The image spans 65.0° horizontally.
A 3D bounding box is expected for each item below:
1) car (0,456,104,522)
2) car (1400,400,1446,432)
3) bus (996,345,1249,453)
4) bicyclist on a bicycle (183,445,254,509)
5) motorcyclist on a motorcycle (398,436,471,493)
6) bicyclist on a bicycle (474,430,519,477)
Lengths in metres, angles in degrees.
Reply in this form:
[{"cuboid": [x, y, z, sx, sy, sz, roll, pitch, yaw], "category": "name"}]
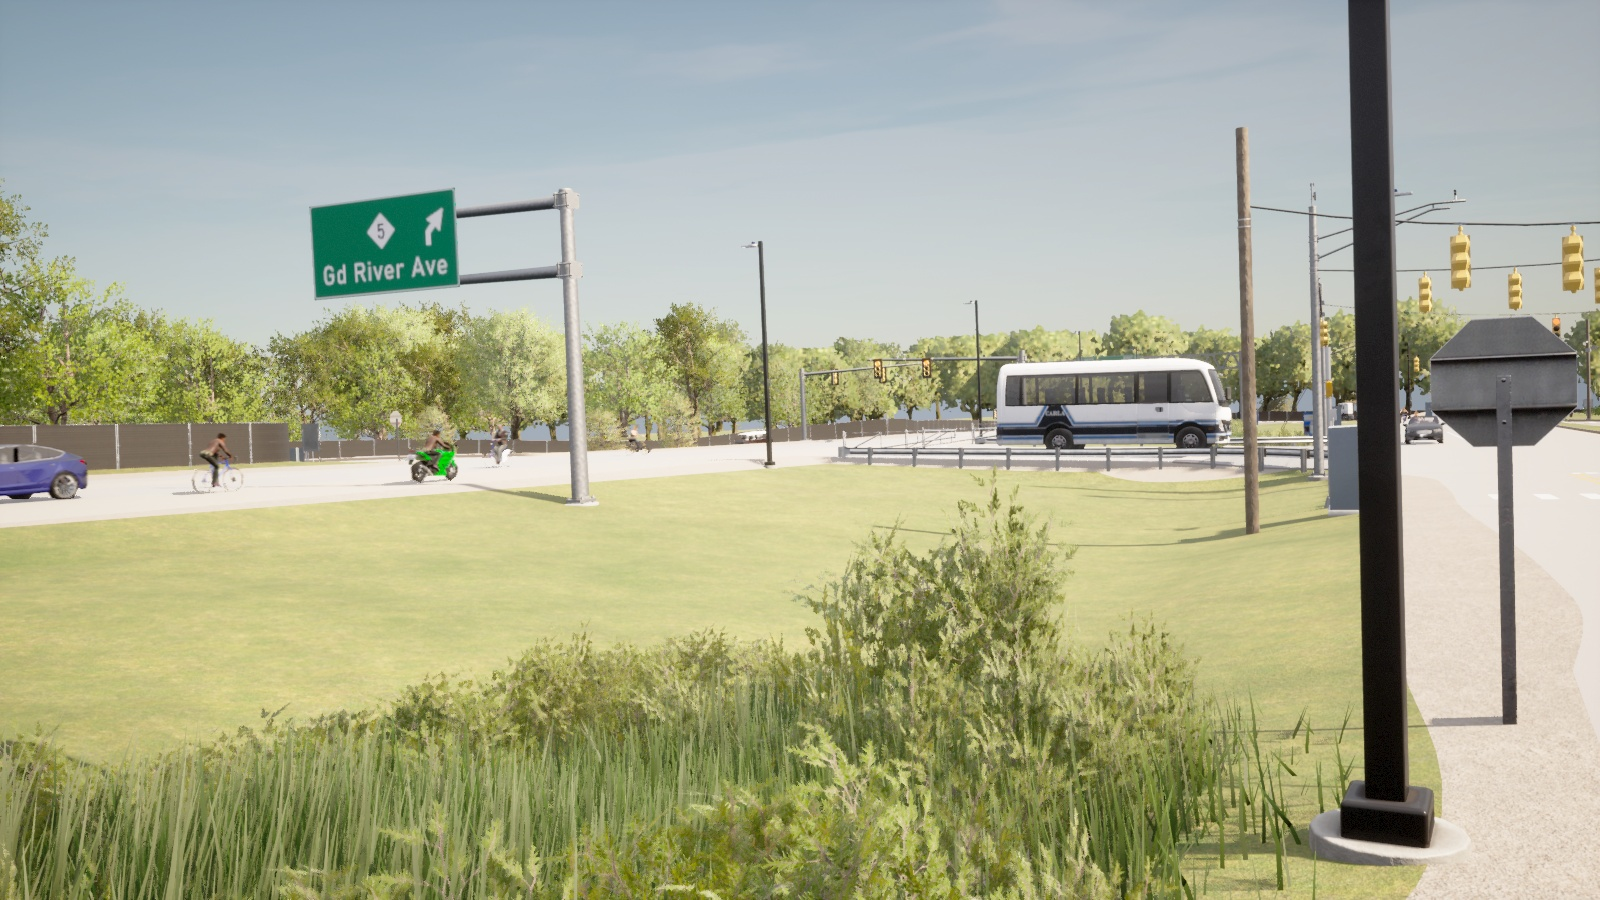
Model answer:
[{"cuboid": [-20.449, 1.055, 31.537, 2.163, 1.488, 4.792, -3, 1, 24], "category": "car"}, {"cuboid": [33.920, -1.868, 68.308, 2.128, 1.511, 4.902, -3, 1, 27], "category": "car"}, {"cuboid": [14.372, -2.192, 56.015, 10.273, 4.253, 3.944, -2, 2, 24], "category": "bus"}, {"cuboid": [-15.617, 0.702, 33.751, 0.582, 1.620, 1.656, -3, 1, 24], "category": "bicyclist on a bicycle"}, {"cuboid": [-10.581, 0.407, 36.408, 0.797, 1.523, 2.044, -3, 1, 24], "category": "motorcyclist on a motorcycle"}, {"cuboid": [-12.099, 0.111, 50.110, 0.659, 1.776, 1.843, -3, 1, 24], "category": "bicyclist on a bicycle"}]
